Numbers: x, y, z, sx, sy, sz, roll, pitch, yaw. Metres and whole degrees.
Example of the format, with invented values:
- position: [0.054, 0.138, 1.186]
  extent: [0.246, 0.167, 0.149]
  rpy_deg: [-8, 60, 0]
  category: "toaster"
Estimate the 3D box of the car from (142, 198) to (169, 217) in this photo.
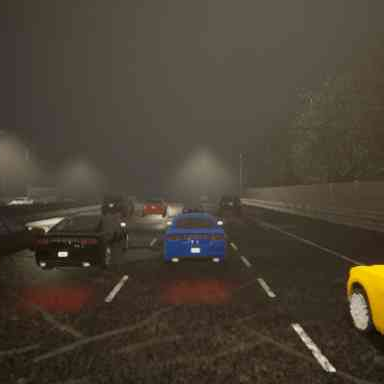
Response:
- position: [-3.403, 1.392, 31.630]
  extent: [2.097, 1.767, 4.553]
  rpy_deg: [0, 0, 0]
  category: "car"

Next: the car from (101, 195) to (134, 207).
- position: [-6.903, 1.261, 31.175]
  extent: [2.150, 2.045, 5.566]
  rpy_deg: [0, 0, 0]
  category: "car"

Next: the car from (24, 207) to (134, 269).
- position: [-3.397, 1.489, 11.227]
  extent: [1.882, 1.535, 5.008]
  rpy_deg: [0, 0, 0]
  category: "car"

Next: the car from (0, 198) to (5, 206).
- position: [-28.059, 1.593, 47.729]
  extent: [1.812, 1.442, 4.674]
  rpy_deg: [0, 0, 0]
  category: "car"

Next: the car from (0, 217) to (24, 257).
- position: [-6.901, 1.559, 11.247]
  extent: [2.033, 1.411, 5.357]
  rpy_deg: [0, 0, 0]
  category: "car"

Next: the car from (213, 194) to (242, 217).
- position: [3.500, 1.192, 32.359]
  extent: [2.150, 2.045, 5.566]
  rpy_deg: [0, 0, 0]
  category: "car"

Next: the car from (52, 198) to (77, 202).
- position: [-17.565, 1.614, 47.739]
  extent: [2.033, 1.411, 5.357]
  rpy_deg: [0, 0, 0]
  category: "car"

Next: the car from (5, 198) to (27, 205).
- position: [-24.560, 1.594, 48.237]
  extent: [1.812, 1.442, 4.674]
  rpy_deg: [0, 0, 0]
  category: "car"

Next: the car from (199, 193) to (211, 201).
- position: [3.501, 1.640, 91.054]
  extent: [1.882, 1.535, 5.008]
  rpy_deg: [0, 0, 0]
  category: "car"

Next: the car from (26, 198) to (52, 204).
- position: [-21.064, 1.614, 47.668]
  extent: [2.033, 1.411, 5.357]
  rpy_deg: [0, 0, 0]
  category: "car"

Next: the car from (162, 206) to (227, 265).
- position: [0.103, 1.490, 11.831]
  extent: [1.882, 1.535, 5.008]
  rpy_deg: [0, 0, 0]
  category: "car"

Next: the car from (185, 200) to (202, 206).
- position: [0.103, 1.639, 30.485]
  extent: [1.895, 1.301, 4.718]
  rpy_deg: [0, 0, 0]
  category: "car"

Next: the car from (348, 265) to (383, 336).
- position: [3.576, 1.438, 3.684]
  extent: [1.882, 1.535, 5.008]
  rpy_deg: [0, 0, 0]
  category: "car"
